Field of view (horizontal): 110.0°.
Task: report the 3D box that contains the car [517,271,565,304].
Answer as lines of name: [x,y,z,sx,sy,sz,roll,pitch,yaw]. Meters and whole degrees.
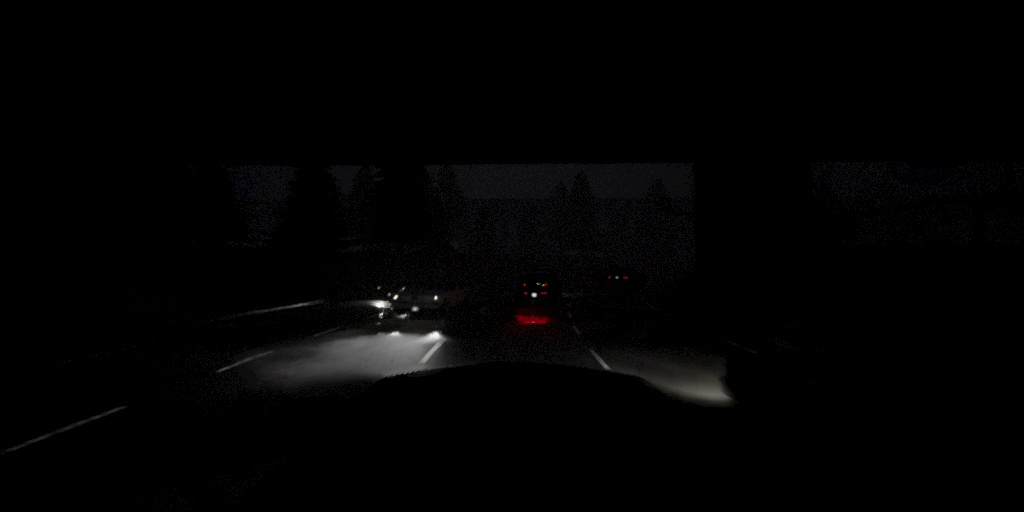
car: [1.476,1.479,17.975,1.837,1.490,4.892,-1,-1,12]

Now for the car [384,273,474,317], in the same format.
car: [-2.986,1.525,14.340,1.895,1.301,4.718,0,-1,8]

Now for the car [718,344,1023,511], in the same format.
car: [3.595,1.304,2.178,2.033,1.411,5.357,0,-1,0]

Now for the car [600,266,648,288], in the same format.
car: [9.128,1.662,28.197,2.033,1.411,5.357,-1,-1,36]

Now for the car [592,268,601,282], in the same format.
car: [9.558,1.662,33.256,5.008,1.535,1.882,1,-2,-39]

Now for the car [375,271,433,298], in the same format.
car: [-5.449,1.555,20.342,2.033,1.411,5.357,0,-1,13]
